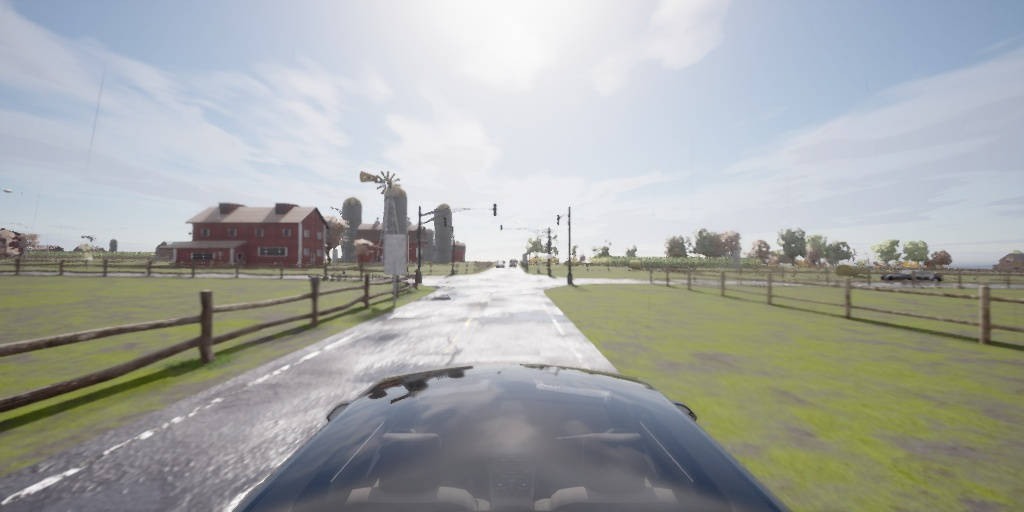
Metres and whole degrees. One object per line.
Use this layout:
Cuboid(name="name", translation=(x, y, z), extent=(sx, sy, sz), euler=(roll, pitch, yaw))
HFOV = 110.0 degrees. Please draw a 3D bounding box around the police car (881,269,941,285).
Cuboid(name="police car", translation=(42.010, 2.143, 37.875), extent=(5.238, 1.638, 1.930), euler=(1, -2, 0))
